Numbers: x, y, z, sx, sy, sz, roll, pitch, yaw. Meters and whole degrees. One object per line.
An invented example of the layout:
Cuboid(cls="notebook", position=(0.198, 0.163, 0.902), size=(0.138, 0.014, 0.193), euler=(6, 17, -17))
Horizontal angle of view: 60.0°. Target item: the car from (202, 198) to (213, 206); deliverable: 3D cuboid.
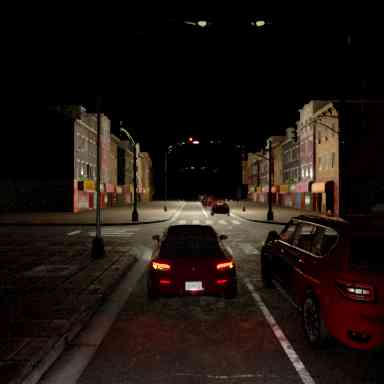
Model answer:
Cuboid(cls="car", position=(2.714, 1.692, 59.755), size=(1.802, 1.307, 4.206), euler=(0, 0, 0))

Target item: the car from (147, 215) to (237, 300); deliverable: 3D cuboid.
Cuboid(cls="car", position=(-0.041, 1.530, 8.291), size=(1.812, 1.442, 4.674), euler=(0, 0, -2))

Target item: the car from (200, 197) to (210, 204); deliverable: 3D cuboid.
Cuboid(cls="car", position=(2.726, 1.730, 70.629), size=(1.802, 1.307, 4.206), euler=(0, 0, 0))

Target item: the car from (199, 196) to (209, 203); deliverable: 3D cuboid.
Cuboid(cls="car", position=(2.732, 1.720, 76.067), size=(2.008, 1.369, 4.403), euler=(0, 0, 0))

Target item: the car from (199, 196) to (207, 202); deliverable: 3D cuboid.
Cuboid(cls="car", position=(2.744, 1.781, 86.942), size=(1.947, 1.339, 4.313), euler=(0, 0, 0))

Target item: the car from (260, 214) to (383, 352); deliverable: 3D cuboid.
Cuboid(cls="car", position=(2.657, 1.318, 6.138), size=(2.192, 1.841, 5.009), euler=(1, 0, 0))

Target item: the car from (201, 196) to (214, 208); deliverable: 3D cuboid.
Cuboid(cls="car", position=(2.702, 1.622, 48.880), size=(1.887, 1.381, 4.507), euler=(1, 0, 0))

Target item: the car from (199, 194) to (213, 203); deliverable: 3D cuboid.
Cuboid(cls="car", position=(2.710, 1.407, 54.318), size=(2.192, 1.841, 5.009), euler=(1, 0, 0))

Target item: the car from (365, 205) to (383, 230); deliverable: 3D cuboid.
Cuboid(cls="car", position=(13.566, 1.584, 20.717), size=(4.674, 1.442, 1.812), euler=(0, -1, 0))

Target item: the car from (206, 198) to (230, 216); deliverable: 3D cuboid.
Cuboid(cls="car", position=(2.684, 1.583, 32.568), size=(1.887, 1.381, 4.507), euler=(1, 0, 0))
